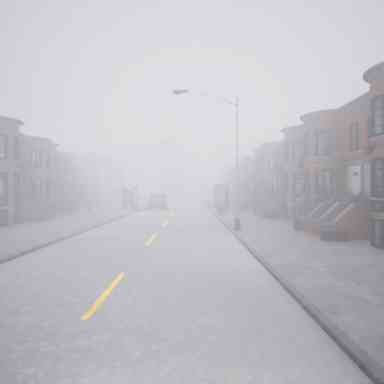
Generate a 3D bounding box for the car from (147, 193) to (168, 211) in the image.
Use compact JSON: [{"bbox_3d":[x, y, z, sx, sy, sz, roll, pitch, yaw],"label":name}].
[{"bbox_3d":[-4.092,1.152,40.203,2.150,2.045,5.566,0,0,0],"label":"car"}]
